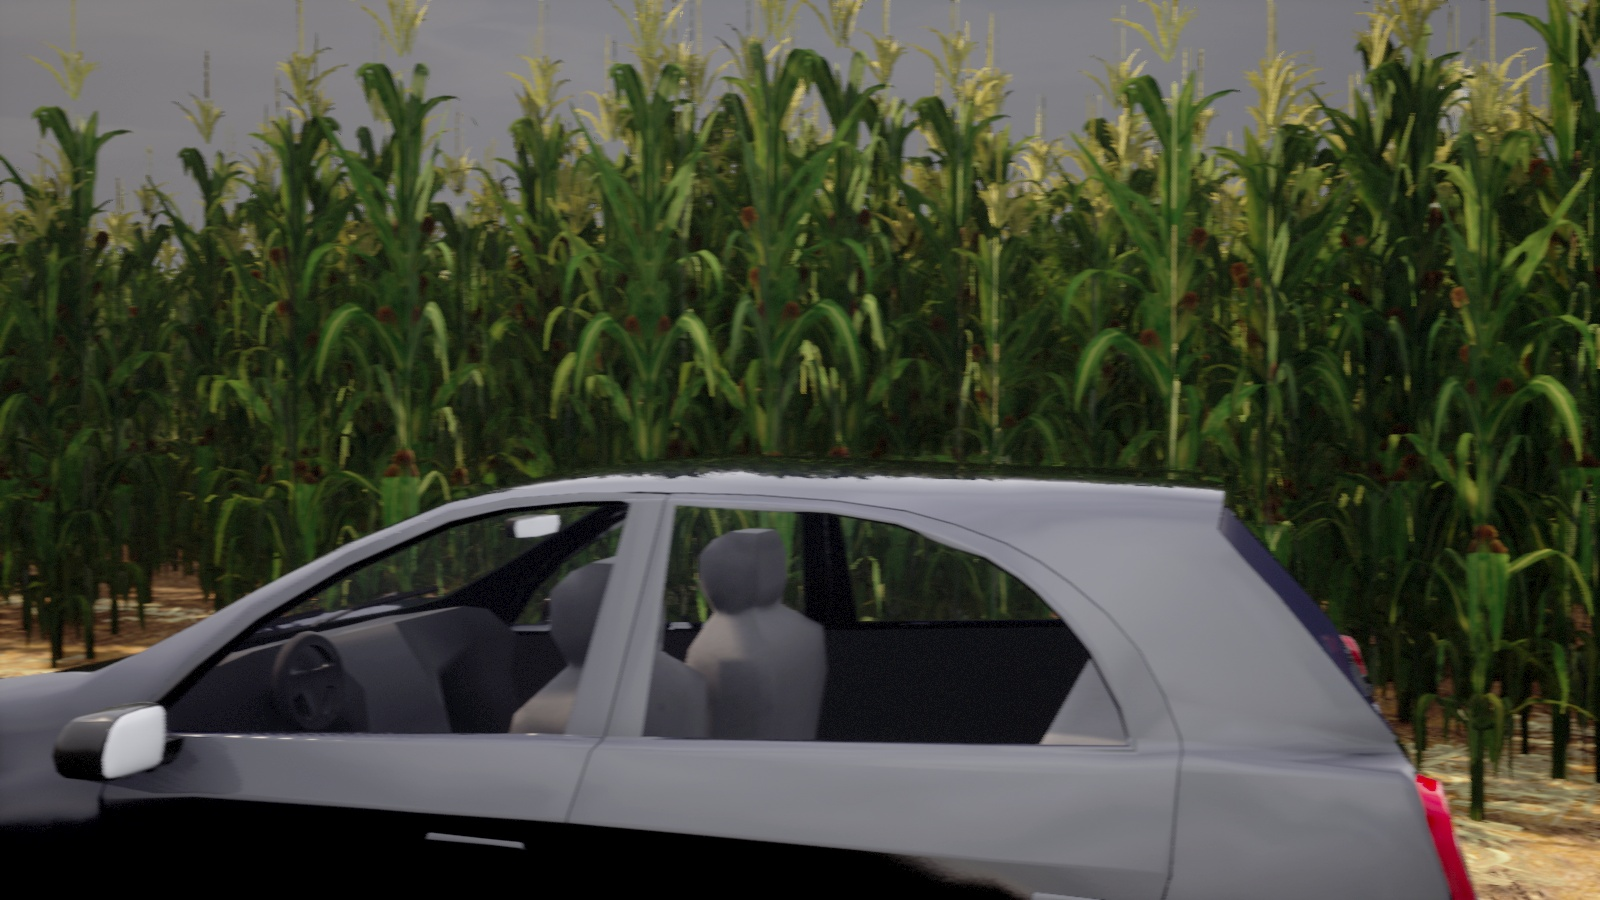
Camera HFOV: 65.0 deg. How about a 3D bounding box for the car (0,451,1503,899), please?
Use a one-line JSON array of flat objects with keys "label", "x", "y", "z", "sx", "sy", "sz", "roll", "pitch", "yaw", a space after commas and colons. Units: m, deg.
[{"label": "car", "x": -0.590, "y": 0.788, "z": 2.970, "sx": 3.633, "sy": 1.501, "sz": 1.845, "roll": 1, "pitch": 1, "yaw": 19}]
